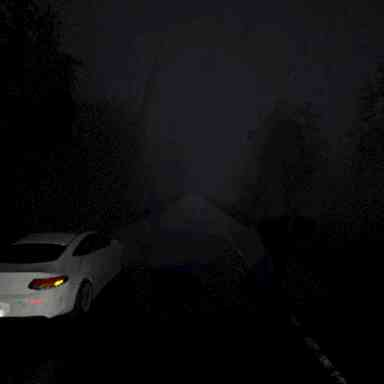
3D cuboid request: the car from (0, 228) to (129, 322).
[{"bbox_3d":[-2.695,1.493,7.148,1.812,1.442,4.674,0,1,3],"label":"car"}]
